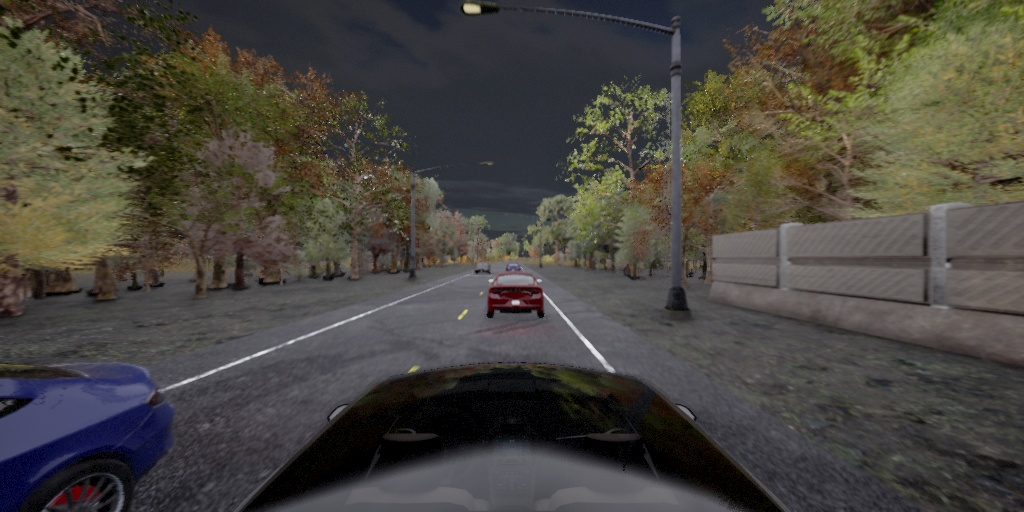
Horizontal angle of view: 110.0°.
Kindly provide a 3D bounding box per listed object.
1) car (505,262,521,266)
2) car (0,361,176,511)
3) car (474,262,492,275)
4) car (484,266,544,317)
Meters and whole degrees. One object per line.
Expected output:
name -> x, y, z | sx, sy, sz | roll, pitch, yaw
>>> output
car -> 0.171, 1.521, 44.688 | 1.812, 1.442, 4.674 | 0, 0, 0
car -> -3.595, 1.261, 0.954 | 1.812, 1.442, 4.674 | 1, 0, 0
car -> -3.513, 1.495, 43.816 | 1.837, 1.490, 4.892 | 0, -1, 0
car -> 0.122, 1.305, 13.642 | 1.882, 1.535, 5.008 | 0, 0, 0
